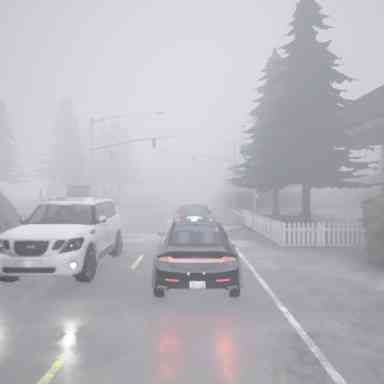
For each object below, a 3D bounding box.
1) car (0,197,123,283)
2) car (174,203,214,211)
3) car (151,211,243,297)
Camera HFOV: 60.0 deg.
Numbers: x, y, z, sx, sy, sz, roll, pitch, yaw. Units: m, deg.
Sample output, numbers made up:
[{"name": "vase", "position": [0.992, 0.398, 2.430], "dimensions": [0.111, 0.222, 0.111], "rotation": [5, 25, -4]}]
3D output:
[{"name": "car", "position": [-3.589, 1.211, 10.023], "dimensions": [2.150, 2.045, 5.566], "rotation": [0, 0, 0]}, {"name": "car", "position": [0.101, 1.335, 17.670], "dimensions": [2.097, 1.767, 4.553], "rotation": [0, 0, 0]}, {"name": "car", "position": [0.100, 1.483, 8.517], "dimensions": [2.128, 1.511, 4.902], "rotation": [0, 0, 0]}]
